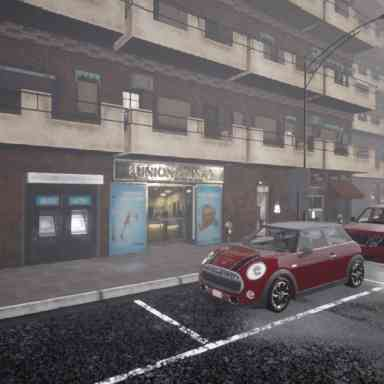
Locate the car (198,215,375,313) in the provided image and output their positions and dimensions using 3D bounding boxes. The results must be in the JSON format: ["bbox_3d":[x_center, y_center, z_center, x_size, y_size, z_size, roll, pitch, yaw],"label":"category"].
[{"bbox_3d":[2.105,1.442,7.605,4.097,1.590,1.967,0,0,-36],"label":"car"}]

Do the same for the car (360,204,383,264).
[{"bbox_3d":[6.607,1.321,10.827,5.009,1.841,2.192,0,0,-36],"label":"car"}]
